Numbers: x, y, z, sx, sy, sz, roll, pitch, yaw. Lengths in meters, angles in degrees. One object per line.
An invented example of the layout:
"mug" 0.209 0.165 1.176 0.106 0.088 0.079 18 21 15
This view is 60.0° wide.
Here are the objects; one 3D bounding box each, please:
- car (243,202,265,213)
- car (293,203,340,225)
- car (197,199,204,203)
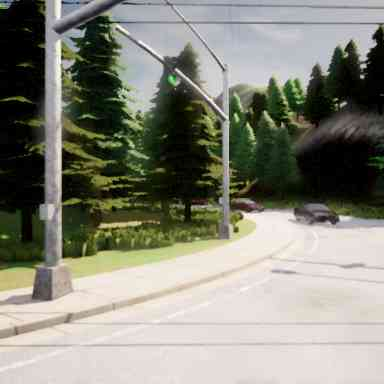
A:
"car" 6.114 1.530 36.927 1.812 1.442 4.674 0 0 -26
"car" 9.024 1.551 24.596 2.033 1.411 5.357 0 0 1
"car" -0.181 1.483 52.710 1.882 1.535 5.008 0 0 -41
